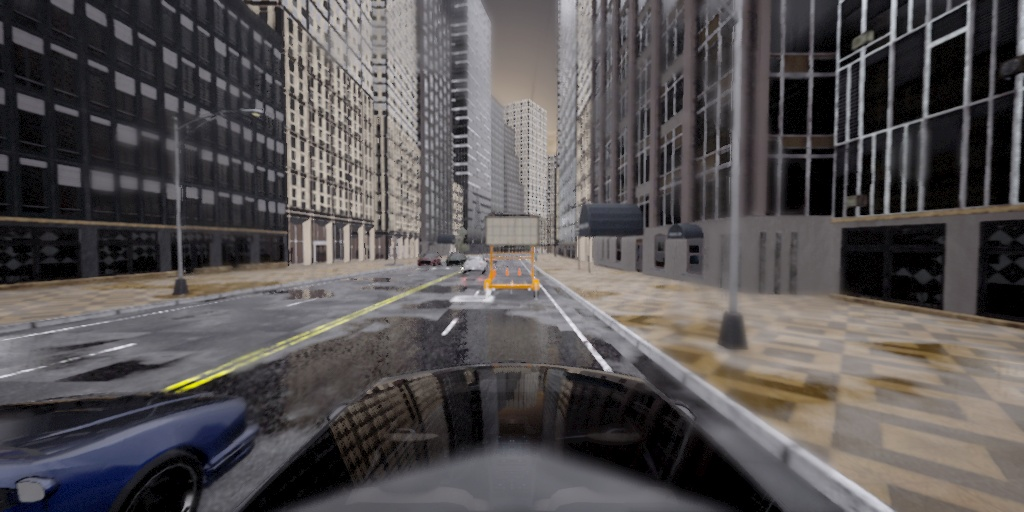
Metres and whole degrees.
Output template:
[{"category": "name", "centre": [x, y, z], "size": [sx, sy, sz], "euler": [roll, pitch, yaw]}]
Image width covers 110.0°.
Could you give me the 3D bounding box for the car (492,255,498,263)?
[{"category": "car", "centre": [-3.156, 0.434, 54.016], "size": [1.895, 1.301, 4.718], "euler": [0, 1, 0]}]

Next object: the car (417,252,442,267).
[{"category": "car", "centre": [-9.839, 0.380, 42.859], "size": [2.097, 1.767, 4.553], "euler": [0, 1, 0]}]

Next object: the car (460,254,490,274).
[{"category": "car", "centre": [-3.153, 0.753, 31.564], "size": [1.812, 1.442, 4.674], "euler": [0, 1, 0]}]

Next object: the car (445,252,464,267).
[{"category": "car", "centre": [-6.590, 0.379, 42.883], "size": [2.097, 1.767, 4.553], "euler": [0, 1, 0]}]

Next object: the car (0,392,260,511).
[{"category": "car", "centre": [-3.149, 1.316, 0.655], "size": [2.033, 1.411, 5.357], "euler": [0, 1, 0]}]

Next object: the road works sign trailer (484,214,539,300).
[{"category": "road works sign trailer", "centre": [0.004, -0.035, 15.942], "size": [2.380, 3.560, 2.880], "euler": [0, 0, 1]}]
